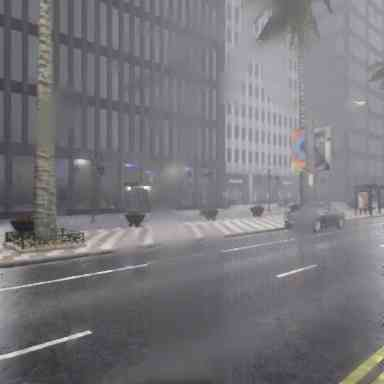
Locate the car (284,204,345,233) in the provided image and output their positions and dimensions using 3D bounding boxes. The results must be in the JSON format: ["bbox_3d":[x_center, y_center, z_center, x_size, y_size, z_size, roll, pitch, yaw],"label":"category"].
[{"bbox_3d":[7.421,1.479,19.903,4.892,1.521,2.231,0,0,-42],"label":"car"}]
